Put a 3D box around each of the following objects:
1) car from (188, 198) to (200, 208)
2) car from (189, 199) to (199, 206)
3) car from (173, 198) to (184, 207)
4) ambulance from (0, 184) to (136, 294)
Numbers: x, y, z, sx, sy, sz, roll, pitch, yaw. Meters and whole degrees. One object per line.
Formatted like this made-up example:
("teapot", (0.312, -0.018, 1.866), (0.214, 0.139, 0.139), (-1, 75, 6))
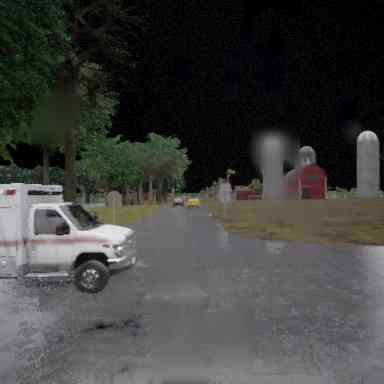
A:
("car", (0.292, 1.804, 55.452), (1.882, 1.535, 5.008), (0, -1, 0))
("car", (0.347, 2.082, 65.900), (1.895, 1.301, 4.718), (0, -1, 0))
("car", (-2.434, 1.868, 60.053), (1.882, 1.535, 5.008), (0, -1, 0))
("ambulance", (-4.650, 1.055, 8.238), (6.366, 2.431, 2.351), (-1, 0, 0))
